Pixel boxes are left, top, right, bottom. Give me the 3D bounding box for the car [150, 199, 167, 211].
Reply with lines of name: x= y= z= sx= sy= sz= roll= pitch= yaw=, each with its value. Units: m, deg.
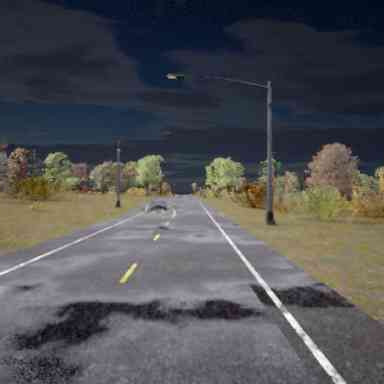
car: x=-4.167 y=1.598 z=41.635 sx=1.994 sy=1.385 sz=4.181 roll=0 pitch=0 yaw=-5
